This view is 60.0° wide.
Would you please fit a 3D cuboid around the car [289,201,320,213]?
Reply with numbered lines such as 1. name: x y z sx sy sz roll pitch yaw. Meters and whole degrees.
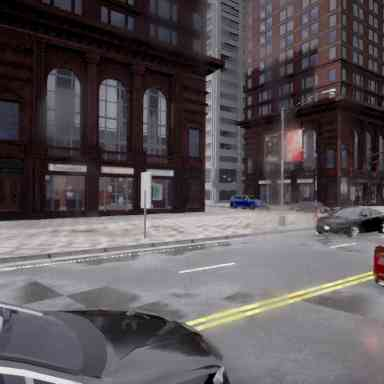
1. car: 13.421 1.726 37.136 2.033 1.411 5.357 1 -1 -35

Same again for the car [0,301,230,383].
1. car: -1.888 1.491 2.097 4.902 1.511 2.128 0 0 -35

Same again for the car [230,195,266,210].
1. car: 7.544 1.446 45.415 2.150 2.045 5.566 1 -1 -35

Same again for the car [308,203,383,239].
1. car: 8.683 1.511 17.843 5.008 1.535 1.882 0 0 -35

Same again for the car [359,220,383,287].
1. car: 6.285 1.489 7.913 5.008 1.535 1.882 0 0 -35
